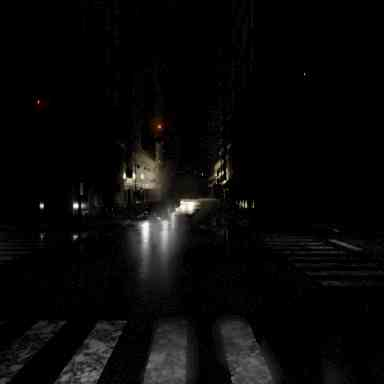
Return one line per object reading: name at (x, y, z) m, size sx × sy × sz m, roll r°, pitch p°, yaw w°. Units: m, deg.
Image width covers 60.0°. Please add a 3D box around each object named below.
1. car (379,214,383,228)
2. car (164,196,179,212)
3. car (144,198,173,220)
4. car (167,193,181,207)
car at (12.342, 1.282, 16.851) m, size 5.009 × 1.841 × 2.192 m, roll 0°, pitch 0°, yaw 0°
car at (-2.855, 1.511, 39.060) m, size 1.812 × 1.442 × 4.674 m, roll 0°, pitch 0°, yaw 0°
car at (-2.861, 1.499, 27.851) m, size 1.837 × 1.490 × 4.892 m, roll 0°, pitch 0°, yaw 0°
car at (-2.863, 1.197, 49.514) m, size 2.150 × 2.045 × 5.566 m, roll 0°, pitch 0°, yaw 0°
